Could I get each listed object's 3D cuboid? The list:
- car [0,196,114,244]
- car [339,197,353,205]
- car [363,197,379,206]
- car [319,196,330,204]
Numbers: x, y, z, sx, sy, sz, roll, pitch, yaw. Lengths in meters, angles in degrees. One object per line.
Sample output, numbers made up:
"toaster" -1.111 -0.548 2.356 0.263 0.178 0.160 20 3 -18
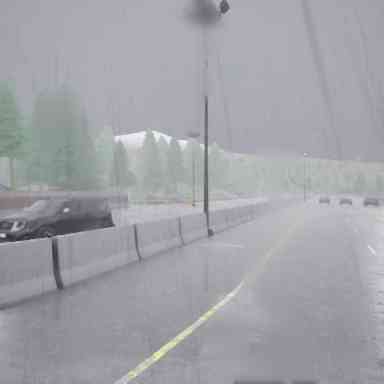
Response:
"car" -5.716 1.223 14.510 2.150 2.045 5.566 0 0 23
"car" 27.228 1.524 58.862 1.812 1.442 4.674 0 0 22
"car" 29.140 1.489 54.195 2.128 1.511 4.902 0 0 22
"car" 25.381 1.489 63.669 2.128 1.511 4.902 0 0 22
